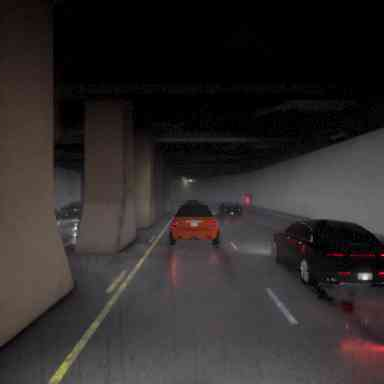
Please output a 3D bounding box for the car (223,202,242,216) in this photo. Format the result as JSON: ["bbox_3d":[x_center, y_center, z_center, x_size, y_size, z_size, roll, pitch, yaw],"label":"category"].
[{"bbox_3d":[3.586,1.605,32.007,1.895,1.301,4.718,0,0,0],"label":"car"}]

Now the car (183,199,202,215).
[{"bbox_3d":[0.071,1.530,34.560,1.812,1.442,4.674,0,0,0],"label":"car"}]

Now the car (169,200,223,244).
[{"bbox_3d":[0.093,1.354,15.841,2.097,1.767,4.553,0,0,0],"label":"car"}]

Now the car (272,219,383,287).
[{"bbox_3d":[3.596,1.506,9.332,1.837,1.490,4.892,0,0,0],"label":"car"}]

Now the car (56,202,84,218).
[{"bbox_3d":[-10.615,1.604,30.337,1.895,1.301,4.718,0,0,0],"label":"car"}]
